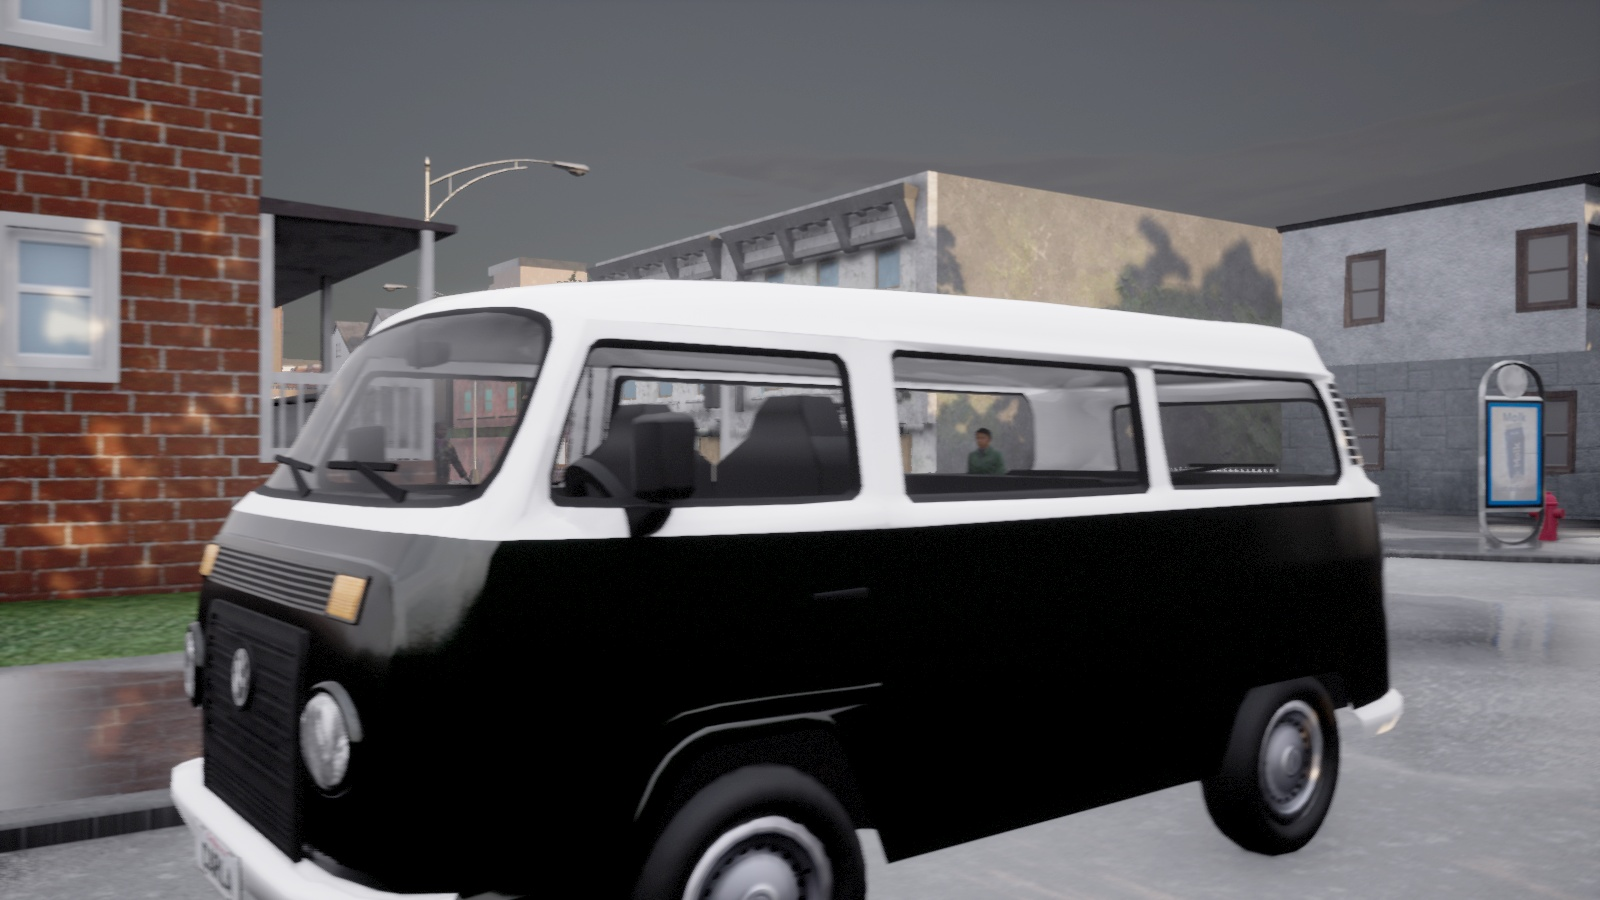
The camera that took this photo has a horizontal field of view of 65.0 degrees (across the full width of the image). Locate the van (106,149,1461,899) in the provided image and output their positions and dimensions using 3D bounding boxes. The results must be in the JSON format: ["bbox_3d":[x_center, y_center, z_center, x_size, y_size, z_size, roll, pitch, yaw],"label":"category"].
[{"bbox_3d":[0.248,0.477,4.468,4.480,2.038,2.069,0,0,-38],"label":"van"}]
